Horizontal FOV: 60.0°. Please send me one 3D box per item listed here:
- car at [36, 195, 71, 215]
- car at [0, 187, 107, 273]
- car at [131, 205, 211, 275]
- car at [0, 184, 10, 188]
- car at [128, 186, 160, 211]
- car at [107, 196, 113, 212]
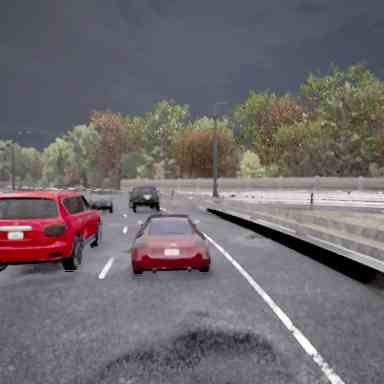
[{"bbox_3d":[-10.864,0.951,26.434,1.895,1.301,4.718,-1,2,-14],"label":"car"},{"bbox_3d":[-4.194,0.974,10.042,2.150,2.045,5.566,0,2,-6],"label":"car"},{"bbox_3d":[-0.663,1.314,9.693,1.994,1.385,4.181,0,1,-6],"label":"car"},{"bbox_3d":[-48.013,-0.886,81.978,5.566,2.045,2.150,1,2,36],"label":"car"},{"bbox_3d":[-4.128,0.505,28.309,2.150,2.045,5.566,0,1,-15],"label":"car"},{"bbox_3d":[-7.414,0.927,27.036,1.895,1.301,4.718,-1,2,-14],"label":"car"}]
